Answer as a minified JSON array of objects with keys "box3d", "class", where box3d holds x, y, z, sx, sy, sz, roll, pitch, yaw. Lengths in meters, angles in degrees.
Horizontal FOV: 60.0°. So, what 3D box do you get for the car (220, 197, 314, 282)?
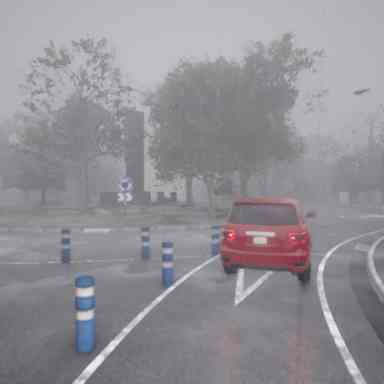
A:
[{"box3d":[2.431,1.154,9.977,2.150,2.045,5.566,0,1,20],"class":"car"}]
